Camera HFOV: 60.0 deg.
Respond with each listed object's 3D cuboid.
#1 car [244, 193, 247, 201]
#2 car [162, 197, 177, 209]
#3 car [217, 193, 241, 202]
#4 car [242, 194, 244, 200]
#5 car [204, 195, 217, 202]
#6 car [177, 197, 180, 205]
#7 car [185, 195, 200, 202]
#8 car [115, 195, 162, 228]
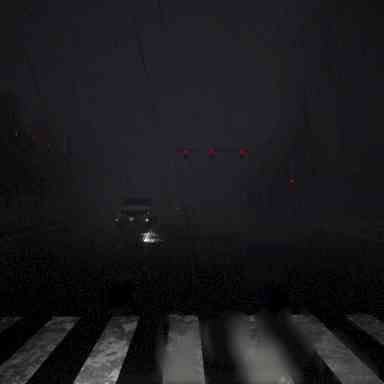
[{"bbox_3d":[14.633,1.225,81.503,5.566,2.045,2.150,0,0,-43],"label":"car"},{"bbox_3d":[-3.560,1.547,45.233,2.033,1.411,5.357,0,0,0],"label":"car"},{"bbox_3d":[8.117,1.225,73.206,2.150,2.045,5.566,0,0,30],"label":"car"},{"bbox_3d":[10.156,1.524,81.924,1.812,1.442,4.674,0,0,44],"label":"car"},{"bbox_3d":[4.372,1.355,73.630,2.097,1.767,4.553,0,0,30],"label":"car"},{"bbox_3d":[-3.217,1.527,57.911,1.812,1.442,4.674,0,1,4],"label":"car"},{"bbox_3d":[0.183,1.500,72.979,1.837,1.490,4.892,0,0,23],"label":"car"},{"bbox_3d":[-3.583,1.233,22.441,2.150,2.045,5.566,0,0,0],"label":"car"}]
